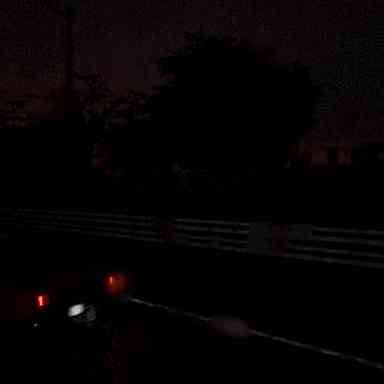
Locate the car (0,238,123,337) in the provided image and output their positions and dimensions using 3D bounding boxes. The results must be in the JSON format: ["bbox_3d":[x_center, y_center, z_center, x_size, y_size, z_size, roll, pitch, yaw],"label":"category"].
[{"bbox_3d":[-3.647,1.587,6.596,4.718,1.301,1.895,0,0,36],"label":"car"}]
